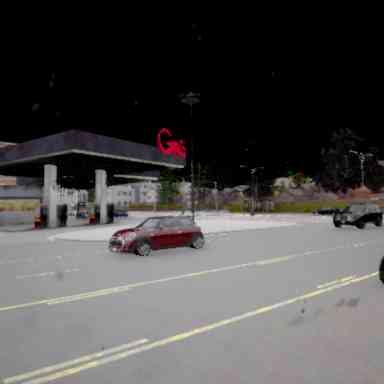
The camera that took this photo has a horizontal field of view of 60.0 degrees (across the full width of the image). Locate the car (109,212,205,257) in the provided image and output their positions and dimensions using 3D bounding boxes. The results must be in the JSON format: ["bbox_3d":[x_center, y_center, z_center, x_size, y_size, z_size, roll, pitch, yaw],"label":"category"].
[{"bbox_3d":[-1.626,1.961,15.990,4.553,1.767,2.097,1,-3,-38],"label":"car"}]

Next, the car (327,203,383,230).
[{"bbox_3d":[14.371,2.038,28.633,5.566,2.045,2.150,0,-2,-38],"label":"car"}]

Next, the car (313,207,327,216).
[{"bbox_3d":[21.848,3.074,53.320,1.882,1.535,5.008,1,-3,-38],"label":"car"}]

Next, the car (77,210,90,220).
[{"bbox_3d":[-16.611,3.601,52.563,1.970,1.475,3.806,1,-3,-38],"label":"car"}]

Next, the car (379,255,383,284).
[{"bbox_3d":[6.854,1.798,9.045,4.181,1.385,1.994,1,-3,-38],"label":"car"}]

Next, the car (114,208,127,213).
[{"bbox_3d":[-12.596,3.530,56.745,2.242,1.667,4.611,1,-3,-38],"label":"car"}]
